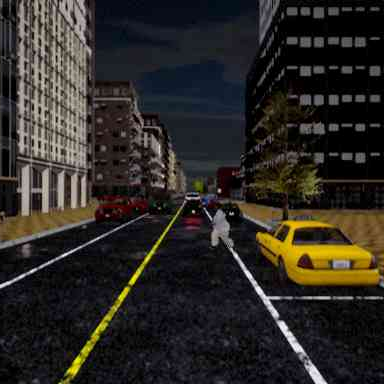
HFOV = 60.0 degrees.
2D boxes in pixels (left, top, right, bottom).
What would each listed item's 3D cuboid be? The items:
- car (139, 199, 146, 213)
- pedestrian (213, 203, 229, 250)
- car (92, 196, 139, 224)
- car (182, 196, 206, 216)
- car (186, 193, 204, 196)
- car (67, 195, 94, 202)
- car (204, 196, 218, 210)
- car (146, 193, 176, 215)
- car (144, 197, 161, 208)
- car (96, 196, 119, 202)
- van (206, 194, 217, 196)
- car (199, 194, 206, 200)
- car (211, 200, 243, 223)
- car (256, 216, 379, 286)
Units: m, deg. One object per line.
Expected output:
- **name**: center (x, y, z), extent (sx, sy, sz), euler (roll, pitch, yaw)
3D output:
- **car**: center (-5.609, 1.465, 36.068), extent (1.887, 1.381, 4.507), euler (0, 0, 0)
- **pedestrian**: center (1.055, 1.263, 12.278), extent (0.375, 1.860, 0.375), euler (0, 0, 0)
- **car**: center (-5.632, 1.257, 24.689), extent (2.192, 1.841, 5.009), euler (0, 0, 0)
- **car**: center (0.138, 1.435, 31.296), extent (1.837, 1.490, 4.892), euler (0, 0, 0)
- **car**: center (0.123, 1.128, 44.501), extent (2.150, 2.045, 5.566), euler (0, 0, 1)
- **car**: center (-22.811, 1.328, 68.254), extent (4.829, 1.417, 1.752), euler (0, 0, 0)
- **car**: center (2.751, 1.492, 41.712), extent (1.802, 1.307, 4.206), euler (0, 0, 0)
- **car**: center (-3.028, 1.141, 33.850), extent (2.150, 2.045, 5.566), euler (0, 1, 0)
- **car**: center (-5.585, 1.466, 47.445), extent (1.947, 1.339, 4.313), euler (0, 0, 0)
- **car**: center (-17.319, 1.395, 68.256), extent (4.206, 1.307, 1.802), euler (0, 0, 0)
- **van**: center (2.763, 1.241, 47.401), extent (1.690, 1.788, 3.998), euler (0, 0, 0)
- **car**: center (2.891, 1.378, 92.358), extent (1.752, 1.417, 4.829), euler (0, 0, 0)
- **car**: center (2.714, 1.507, 24.645), extent (1.947, 1.339, 4.313), euler (0, 0, 0)
- **car**: center (3.020, 1.432, 9.276), extent (1.801, 1.575, 5.366), euler (0, 0, 0)
